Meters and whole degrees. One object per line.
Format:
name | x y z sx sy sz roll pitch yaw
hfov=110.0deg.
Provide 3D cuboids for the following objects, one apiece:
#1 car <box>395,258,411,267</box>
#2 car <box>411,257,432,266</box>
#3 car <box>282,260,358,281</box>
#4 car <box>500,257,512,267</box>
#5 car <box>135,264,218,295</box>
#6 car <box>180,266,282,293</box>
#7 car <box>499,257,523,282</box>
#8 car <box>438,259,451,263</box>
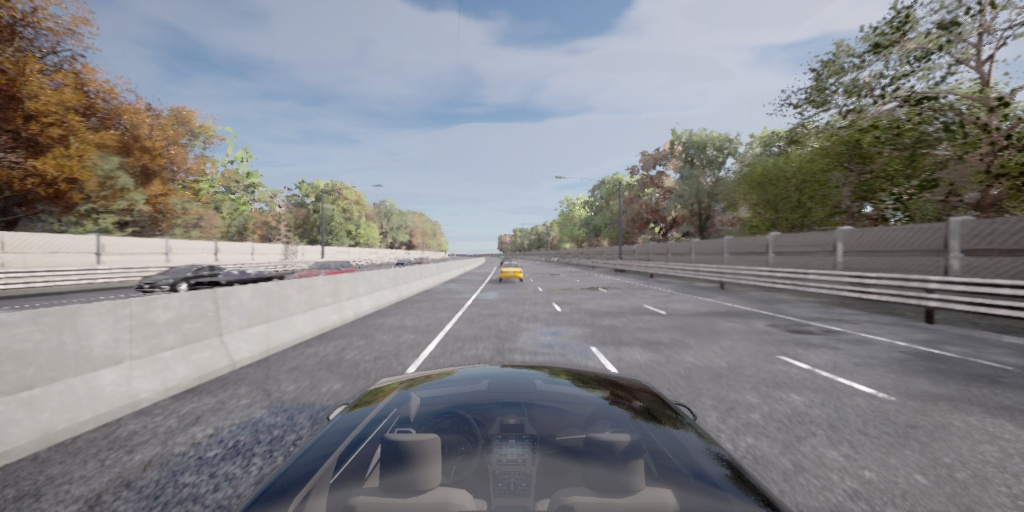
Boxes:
car | -18.520 1.111 61.923 2.033 1.411 5.357 0 0 -2
car | -14.993 0.929 60.787 2.097 1.767 4.553 0 0 -1
car | -10.695 1.053 20.735 2.097 1.767 4.553 0 0 0
car | -1.007 1.033 62.628 2.033 1.649 4.856 0 0 -1
car | -17.686 1.217 19.742 1.837 1.490 4.892 0 0 0
car | -14.177 1.312 18.801 1.895 1.301 4.718 0 0 0
car | -0.103 1.120 28.144 1.801 1.575 5.366 0 0 -1
car | -11.531 1.159 62.168 1.895 1.301 4.718 0 0 -1
